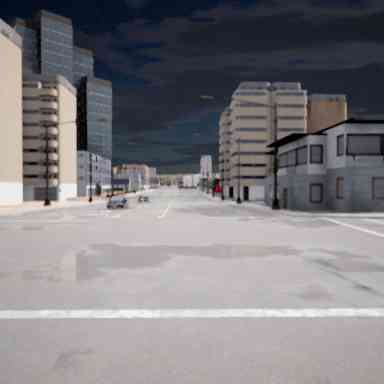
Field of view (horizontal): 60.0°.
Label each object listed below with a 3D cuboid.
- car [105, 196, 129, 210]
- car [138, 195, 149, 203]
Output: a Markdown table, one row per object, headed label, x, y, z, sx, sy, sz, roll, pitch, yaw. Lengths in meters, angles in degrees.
| label | x | y | z | sx | sy | sz | roll | pitch | yaw |
| --- | --- | --- | --- | --- | --- | --- | --- | --- | --- |
| car | -8.069 | 1.180 | 36.445 | 1.812 | 1.442 | 4.674 | 0 | 0 | -2 |
| car | -9.078 | 1.254 | 62.519 | 2.128 | 1.511 | 4.902 | 0 | 0 | -2 |
